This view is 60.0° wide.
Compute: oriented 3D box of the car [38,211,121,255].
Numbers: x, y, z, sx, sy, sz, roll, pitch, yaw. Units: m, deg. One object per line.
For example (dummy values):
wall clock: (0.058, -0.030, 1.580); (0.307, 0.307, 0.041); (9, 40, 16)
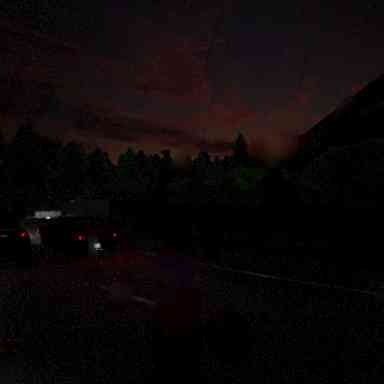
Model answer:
car: (-4.854, 1.668, 13.837); (1.895, 1.301, 4.718); (0, 0, -39)

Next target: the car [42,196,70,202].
car: (-26.466, 1.569, 65.970); (2.128, 1.511, 4.902); (0, 1, 28)

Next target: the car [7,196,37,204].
car: (-35.958, 1.644, 70.511); (2.033, 1.411, 5.357); (0, 1, 28)

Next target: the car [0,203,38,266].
car: (-6.972, 1.418, 11.021); (2.097, 1.767, 4.553); (0, 0, -41)

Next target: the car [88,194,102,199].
car: (-21.416, 1.335, 79.648); (2.033, 1.411, 5.357); (0, 1, 36)

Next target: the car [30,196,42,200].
car: (-30.161, 1.673, 66.532); (1.895, 1.301, 4.718); (0, 1, 28)

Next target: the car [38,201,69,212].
car: (-11.796, 1.741, 28.170); (1.895, 1.301, 4.718); (0, 0, -14)

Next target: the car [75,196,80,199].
car: (-27.086, 1.331, 83.754); (1.837, 1.490, 4.892); (0, 1, 36)

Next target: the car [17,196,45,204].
car: (-33.057, 1.569, 68.526); (1.882, 1.535, 5.008); (0, 1, 28)

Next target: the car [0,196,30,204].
car: (-15.057, 1.370, 26.785); (2.150, 2.045, 5.566); (-1, 0, -16)

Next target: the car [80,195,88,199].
car: (-24.251, 1.338, 81.701); (1.812, 1.442, 4.674); (0, 1, 36)
